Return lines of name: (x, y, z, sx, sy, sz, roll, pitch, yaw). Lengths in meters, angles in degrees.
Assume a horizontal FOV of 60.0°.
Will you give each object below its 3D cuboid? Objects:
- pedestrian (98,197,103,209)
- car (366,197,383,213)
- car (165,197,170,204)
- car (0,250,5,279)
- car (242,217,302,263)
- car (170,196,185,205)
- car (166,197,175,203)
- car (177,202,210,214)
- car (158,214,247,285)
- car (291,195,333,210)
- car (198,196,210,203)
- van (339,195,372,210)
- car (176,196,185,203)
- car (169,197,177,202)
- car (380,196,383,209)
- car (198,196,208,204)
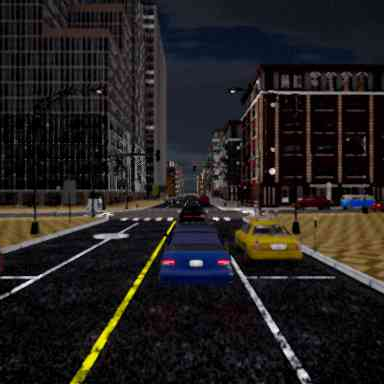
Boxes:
pedestrian: (-12.375, 1.529, 44.965, 0.375, 1.860, 0.375, 0, 1, -1)
car: (21.060, 1.467, 34.523, 4.507, 1.381, 1.887, -1, 0, -1)
car: (-5.362, 2.003, 77.963, 2.008, 1.369, 4.403, 0, 0, 0)
car: (-5.319, 1.619, 6.402, 1.802, 1.307, 4.206, 0, 0, 0)
car: (2.558, 1.595, 12.136, 1.752, 1.417, 4.829, 0, 0, 0)
car: (-2.799, 1.888, 67.297, 2.128, 1.511, 4.902, 0, 0, 0)
car: (-5.365, 2.030, 83.556, 1.887, 1.381, 4.507, 0, 0, 0)
car: (0.071, 1.632, 22.025, 1.837, 1.490, 4.892, 0, 0, 0)
car: (0.090, 1.604, 9.708, 2.033, 1.411, 5.357, 0, 0, 0)
car: (15.289, 1.338, 42.337, 5.009, 1.841, 2.192, -1, 1, -1)
car: (2.525, 1.702, 66.783, 2.192, 1.841, 5.009, 0, 0, 0)
van: (20.945, 1.294, 42.400, 3.998, 1.788, 1.690, -1, 1, -1)
car: (-2.799, 1.839, 83.585, 2.097, 1.767, 4.553, 0, 0, 0)
car: (-5.372, 2.102, 94.741, 2.008, 1.369, 4.403, 0, 0, 0)
car: (26.602, 1.323, 42.464, 4.097, 1.590, 1.967, -1, 1, -1)
car: (2.518, 1.768, 77.969, 2.192, 1.841, 5.009, 0, 0, 0)
